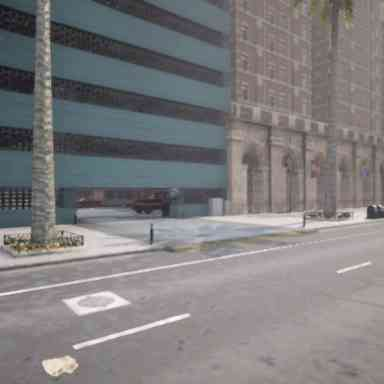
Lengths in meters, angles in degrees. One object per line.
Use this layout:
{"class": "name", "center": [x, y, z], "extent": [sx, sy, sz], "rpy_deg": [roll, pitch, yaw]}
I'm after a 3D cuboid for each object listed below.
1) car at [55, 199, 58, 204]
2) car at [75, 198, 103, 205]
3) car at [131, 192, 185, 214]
{"class": "car", "center": [-21.975, 1.426, 56.396], "extent": [4.786, 1.482, 2.161], "rpy_deg": [0, 0, -38]}
{"class": "car", "center": [-15.198, 1.469, 46.972], "extent": [4.718, 1.301, 1.895], "rpy_deg": [0, 0, -38]}
{"class": "car", "center": [-3.210, 1.023, 32.859], "extent": [5.566, 2.045, 2.435], "rpy_deg": [0, 0, -38]}
